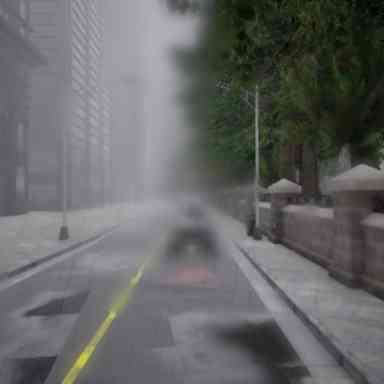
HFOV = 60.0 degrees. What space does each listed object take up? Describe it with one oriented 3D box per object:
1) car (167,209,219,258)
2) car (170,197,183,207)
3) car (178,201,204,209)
[{"bbox_3d":[0.026,1.656,13.498,1.837,1.490,4.892,0,0,1],"label":"car"},{"bbox_3d":[-2.999,1.965,65.680,2.150,2.045,5.566,0,0,0],"label":"car"},{"bbox_3d":[0.034,1.803,29.249,1.882,1.535,5.008,0,0,1],"label":"car"}]
